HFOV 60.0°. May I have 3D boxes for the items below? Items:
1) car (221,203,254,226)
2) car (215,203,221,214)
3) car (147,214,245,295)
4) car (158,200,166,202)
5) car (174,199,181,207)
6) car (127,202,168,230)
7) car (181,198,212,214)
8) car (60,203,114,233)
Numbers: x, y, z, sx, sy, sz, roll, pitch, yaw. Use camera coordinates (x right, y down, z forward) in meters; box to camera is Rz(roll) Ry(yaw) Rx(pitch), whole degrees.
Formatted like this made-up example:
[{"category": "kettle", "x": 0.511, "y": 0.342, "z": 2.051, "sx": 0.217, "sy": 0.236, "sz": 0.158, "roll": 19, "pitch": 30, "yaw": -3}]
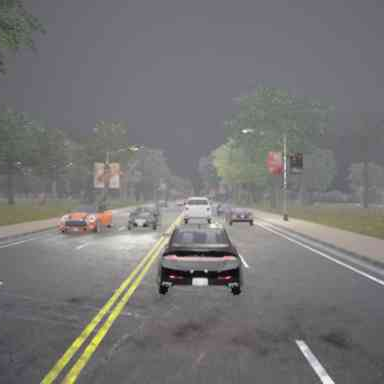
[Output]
[{"category": "car", "x": 3.686, "y": 1.829, "z": 26.415, "sx": 2.033, "sy": 1.411, "sz": 5.357, "roll": 0, "pitch": -1, "yaw": 1}, {"category": "car", "x": 3.835, "y": 1.977, "z": 39.327, "sx": 2.033, "sy": 1.411, "sz": 5.357, "roll": 0, "pitch": -1, "yaw": 1}, {"category": "car", "x": 0.198, "y": 1.573, "z": 8.973, "sx": 2.128, "sy": 1.511, "sz": 4.902, "roll": 0, "pitch": -1, "yaw": 1}, {"category": "car", "x": -5.627, "y": 2.178, "z": 62.633, "sx": 1.812, "sy": 1.442, "sz": 4.674, "roll": 0, "pitch": -1, "yaw": 1}, {"category": "car", "x": -2.345, "y": 2.183, "z": 64.290, "sx": 1.882, "sy": 1.535, "sz": 5.008, "roll": 0, "pitch": -1, "yaw": 1}, {"category": "car", "x": -3.053, "y": 1.674, "z": 22.301, "sx": 2.128, "sy": 1.511, "sz": 4.902, "roll": 0, "pitch": -1, "yaw": 1}, {"category": "car", "x": 0.485, "y": 1.495, "z": 28.198, "sx": 2.150, "sy": 2.045, "sz": 5.566, "roll": 0, "pitch": -1, "yaw": 1}, {"category": "car", "x": -6.330, "y": 1.488, "z": 20.417, "sx": 2.097, "sy": 1.767, "sz": 4.553, "roll": 0, "pitch": -1, "yaw": 1}]
